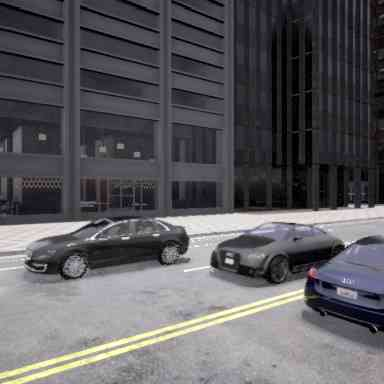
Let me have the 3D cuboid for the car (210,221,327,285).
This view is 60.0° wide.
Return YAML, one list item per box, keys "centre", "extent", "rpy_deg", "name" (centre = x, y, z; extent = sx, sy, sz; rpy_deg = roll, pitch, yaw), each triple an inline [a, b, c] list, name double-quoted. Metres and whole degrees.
- centre: [2.560, 1.564, 9.582]
  extent: [4.181, 1.385, 1.994]
  rpy_deg: [0, 0, -36]
  name: "car"

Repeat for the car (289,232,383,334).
- centre: [4.061, 1.563, 6.410]
  extent: [4.181, 1.385, 1.994]
  rpy_deg: [0, 0, -36]
  name: "car"

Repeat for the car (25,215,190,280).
- centre: [-2.325, 1.505, 10.051]
  extent: [4.892, 1.490, 1.837]
  rpy_deg: [0, 0, -36]
  name: "car"
